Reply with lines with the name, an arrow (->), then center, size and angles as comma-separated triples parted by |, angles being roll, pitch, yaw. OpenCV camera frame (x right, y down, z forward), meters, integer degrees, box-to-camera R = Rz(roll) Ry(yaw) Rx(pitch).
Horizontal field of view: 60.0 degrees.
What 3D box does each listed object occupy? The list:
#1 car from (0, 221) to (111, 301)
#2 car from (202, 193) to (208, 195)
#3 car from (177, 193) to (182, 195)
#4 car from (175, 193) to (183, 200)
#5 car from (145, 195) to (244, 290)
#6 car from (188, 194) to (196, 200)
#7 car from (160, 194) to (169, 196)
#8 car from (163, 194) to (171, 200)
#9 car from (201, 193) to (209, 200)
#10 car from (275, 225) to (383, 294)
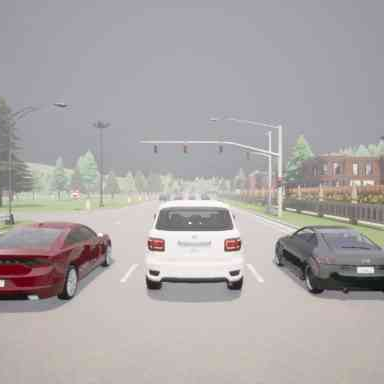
car -> -3.438, 1.478, 8.411 | 1.882, 1.535, 5.008 | 0, 0, 0
car -> 3.516, 1.587, 82.121 | 1.895, 1.301, 4.718 | 0, 0, 0
car -> -3.484, 1.516, 82.092 | 1.812, 1.442, 4.674 | 0, 0, 0
car -> -3.482, 1.187, 92.065 | 2.097, 1.767, 4.553 | 0, 0, 0
car -> 0.068, 1.221, 9.219 | 2.150, 2.045, 5.566 | 0, 0, 0
car -> 0.018, 1.372, 92.095 | 2.033, 1.411, 5.357 | 0, 0, 0
car -> -6.984, 1.347, 82.063 | 2.097, 1.767, 4.553 | 0, 0, 0
car -> -6.982, 1.332, 92.096 | 1.837, 1.490, 4.892 | 0, 0, 0
car -> 3.518, 1.187, 92.064 | 2.097, 1.767, 4.553 | 0, 0, 0
car -> 3.566, 1.564, 8.806 | 1.994, 1.385, 4.181 | 0, 0, 0
